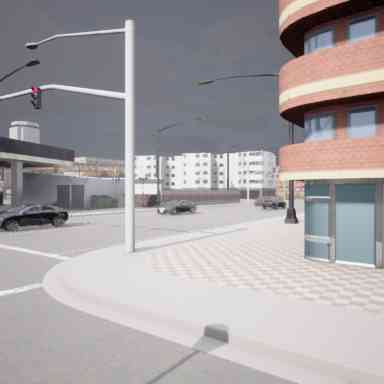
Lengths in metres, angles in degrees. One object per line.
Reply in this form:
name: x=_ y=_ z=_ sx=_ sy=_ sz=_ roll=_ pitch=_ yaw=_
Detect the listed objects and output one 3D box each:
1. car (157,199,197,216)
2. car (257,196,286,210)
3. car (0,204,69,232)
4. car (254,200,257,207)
car: x=-1.406 y=1.488 z=32.496 sx=2.128 sy=1.511 sz=4.902 roll=0 pitch=0 yaw=34
car: x=10.839 y=1.491 z=43.727 sx=2.128 sy=1.511 sz=4.902 roll=0 pitch=0 yaw=35
car: x=-9.874 y=1.491 z=20.148 sx=2.128 sy=1.511 sz=4.902 roll=0 pitch=0 yaw=34
car: x=11.138 y=1.351 z=50.529 sx=2.097 sy=1.767 sz=4.553 roll=0 pitch=0 yaw=35
